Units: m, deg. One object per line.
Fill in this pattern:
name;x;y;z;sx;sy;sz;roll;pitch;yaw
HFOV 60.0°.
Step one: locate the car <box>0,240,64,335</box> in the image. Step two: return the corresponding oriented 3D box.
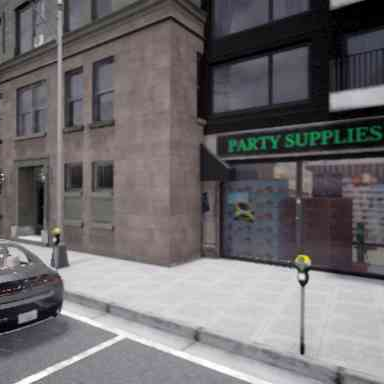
car;-4.111;1.539;6.011;4.403;1.369;2.008;0;0;36
